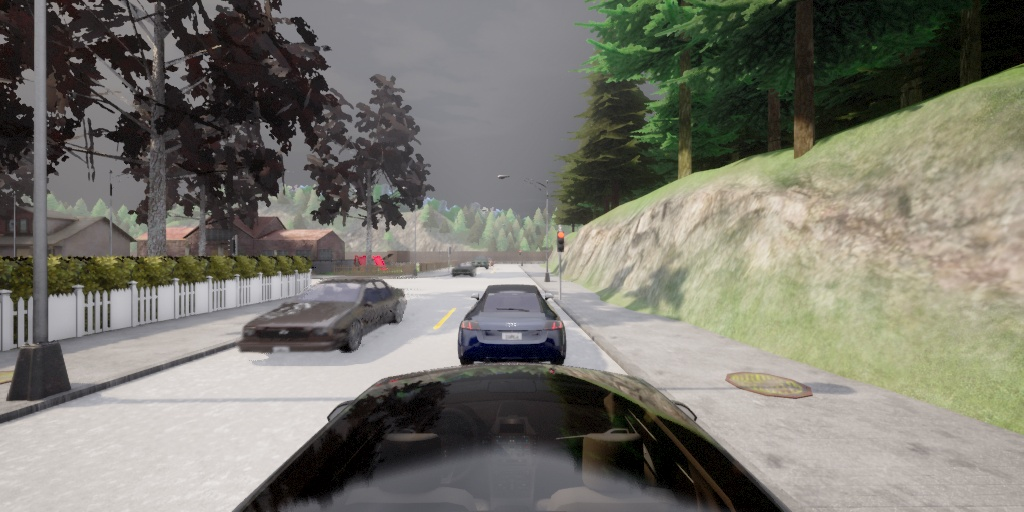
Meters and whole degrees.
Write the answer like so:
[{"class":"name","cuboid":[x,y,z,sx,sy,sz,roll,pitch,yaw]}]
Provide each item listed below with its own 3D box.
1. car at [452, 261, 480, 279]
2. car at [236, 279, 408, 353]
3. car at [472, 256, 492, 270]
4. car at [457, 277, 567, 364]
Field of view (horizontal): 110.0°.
[{"class":"car","cuboid":[-4.392,1.351,33.369,1.895,1.301,4.718,0,0,-1]},{"class":"car","cuboid":[-4.166,1.297,9.098,2.033,1.411,5.357,0,0,-1]},{"class":"car","cuboid":[-4.564,0.970,52.232,2.150,2.045,5.566,0,0,0]},{"class":"car","cuboid":[0.004,1.314,8.014,1.994,1.385,4.181,0,0,0]}]
